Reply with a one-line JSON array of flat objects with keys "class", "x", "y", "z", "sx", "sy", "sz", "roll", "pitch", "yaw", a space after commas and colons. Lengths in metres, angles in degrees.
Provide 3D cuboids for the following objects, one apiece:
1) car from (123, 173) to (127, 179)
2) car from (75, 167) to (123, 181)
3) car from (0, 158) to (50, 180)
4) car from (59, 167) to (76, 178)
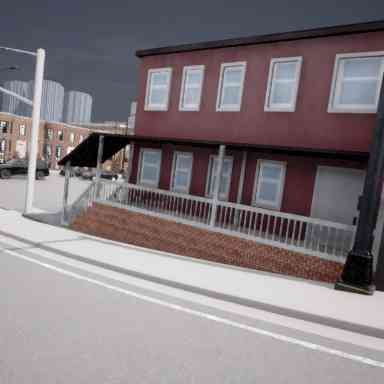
[{"class": "car", "x": -8.424, "y": -2.519, "z": 50.078, "sx": 1.812, "sy": 1.442, "sz": 4.674, "roll": 10, "pitch": 6, "yaw": 35}, {"class": "car", "x": -11.174, "y": -2.030, "z": 40.368, "sx": 1.837, "sy": 1.490, "sz": 4.892, "roll": 10, "pitch": 6, "yaw": 35}, {"class": "car", "x": -16.785, "y": -2.315, "z": 32.505, "sx": 2.150, "sy": 2.045, "sz": 5.566, "roll": 10, "pitch": 6, "yaw": 36}, {"class": "car", "x": -14.414, "y": -2.489, "z": 41.803, "sx": 1.994, "sy": 1.385, "sz": 4.181, "roll": 10, "pitch": 6, "yaw": 36}]
